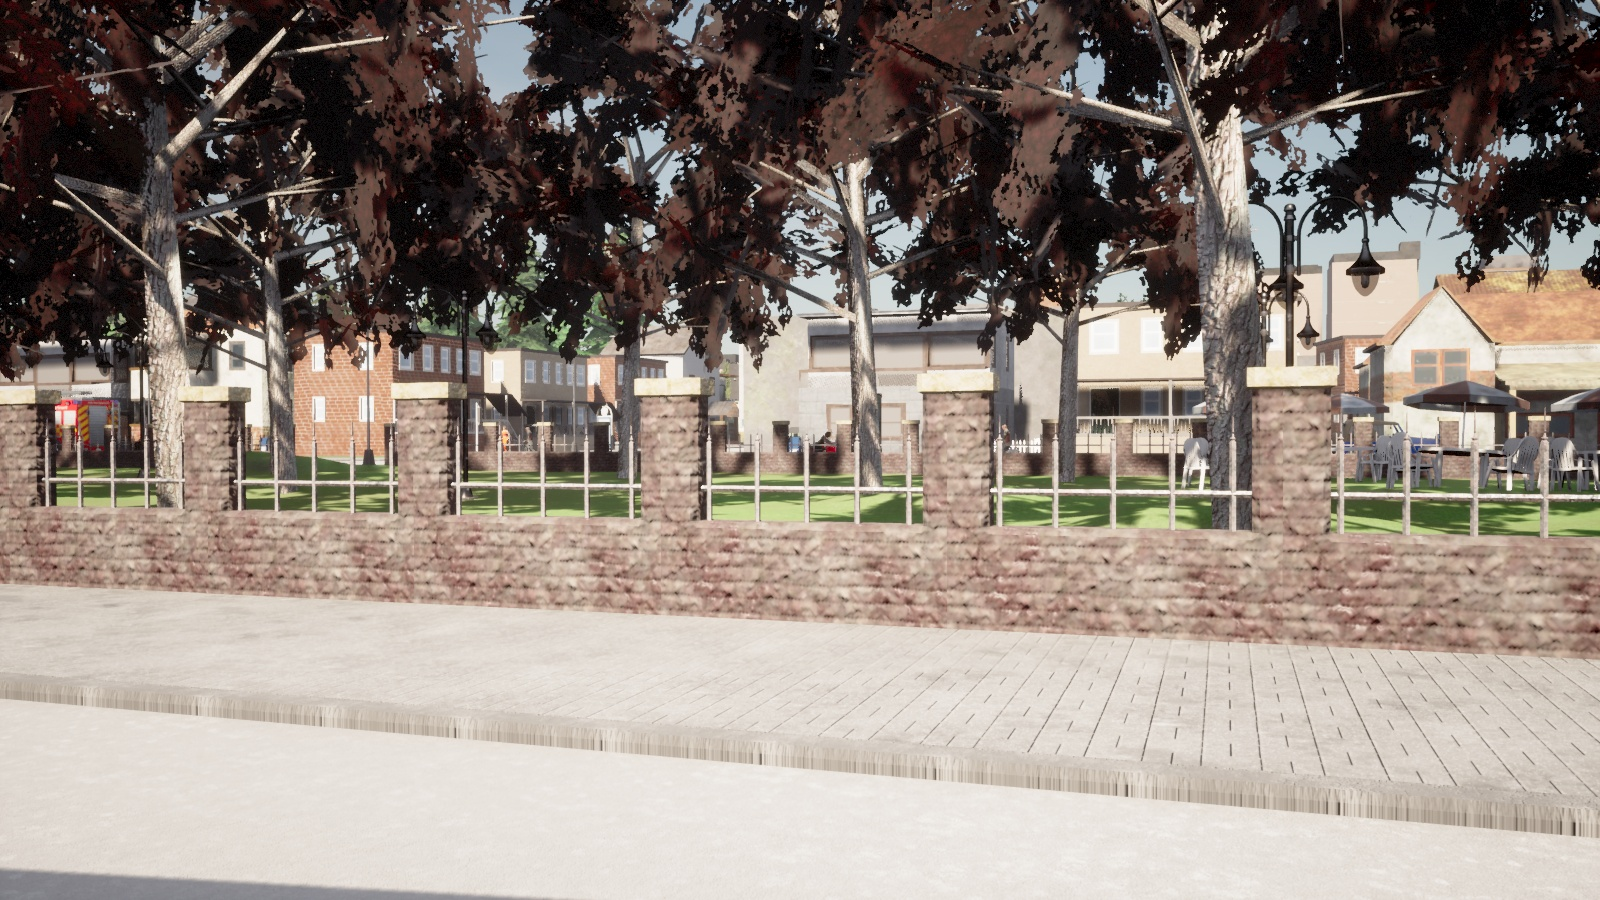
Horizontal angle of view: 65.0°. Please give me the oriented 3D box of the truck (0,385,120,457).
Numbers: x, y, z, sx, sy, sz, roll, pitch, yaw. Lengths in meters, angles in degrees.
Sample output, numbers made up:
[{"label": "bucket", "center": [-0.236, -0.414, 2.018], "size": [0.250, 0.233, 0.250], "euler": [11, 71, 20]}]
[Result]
[{"label": "truck", "center": [-42.433, -1.619, 70.039], "size": [8.468, 3.827, 2.891], "euler": [1, 1, 19]}]

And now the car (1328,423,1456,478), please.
[{"label": "car", "center": [20.874, -0.011, 44.431], "size": [3.866, 1.878, 1.905], "euler": [1, 1, 18]}]
